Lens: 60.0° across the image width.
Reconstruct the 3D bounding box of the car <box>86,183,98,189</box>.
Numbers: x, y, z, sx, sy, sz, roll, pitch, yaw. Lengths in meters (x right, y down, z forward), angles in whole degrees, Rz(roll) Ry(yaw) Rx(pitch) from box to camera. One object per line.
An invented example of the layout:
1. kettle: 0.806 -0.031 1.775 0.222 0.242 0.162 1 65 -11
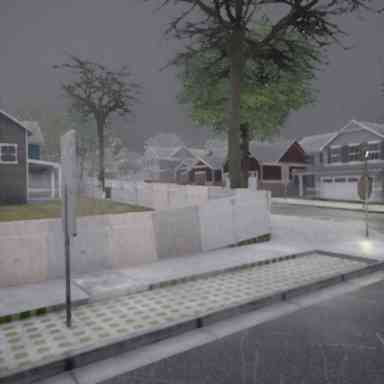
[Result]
1. car: -14.514 -1.018 49.332 2.128 1.511 4.902 -1 3 -34
